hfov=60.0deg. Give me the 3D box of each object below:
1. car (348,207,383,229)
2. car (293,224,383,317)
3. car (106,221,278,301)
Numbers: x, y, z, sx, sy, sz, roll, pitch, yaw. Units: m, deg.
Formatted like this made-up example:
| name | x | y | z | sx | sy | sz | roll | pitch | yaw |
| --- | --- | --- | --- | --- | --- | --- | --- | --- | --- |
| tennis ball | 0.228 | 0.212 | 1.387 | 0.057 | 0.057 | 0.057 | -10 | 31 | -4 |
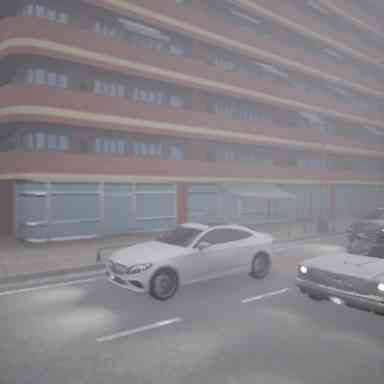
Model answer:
| name | x | y | z | sx | sy | sz | roll | pitch | yaw |
| --- | --- | --- | --- | --- | --- | --- | --- | --- | --- |
| car | 8.683 | 1.433 | 14.466 | 4.892 | 1.490 | 1.837 | 0 | 0 | -35 |
| car | 4.314 | 1.566 | 7.049 | 4.718 | 1.301 | 1.895 | 0 | 0 | -35 |
| car | 0.204 | 1.502 | 8.425 | 4.674 | 1.442 | 1.812 | 0 | 0 | -35 |
